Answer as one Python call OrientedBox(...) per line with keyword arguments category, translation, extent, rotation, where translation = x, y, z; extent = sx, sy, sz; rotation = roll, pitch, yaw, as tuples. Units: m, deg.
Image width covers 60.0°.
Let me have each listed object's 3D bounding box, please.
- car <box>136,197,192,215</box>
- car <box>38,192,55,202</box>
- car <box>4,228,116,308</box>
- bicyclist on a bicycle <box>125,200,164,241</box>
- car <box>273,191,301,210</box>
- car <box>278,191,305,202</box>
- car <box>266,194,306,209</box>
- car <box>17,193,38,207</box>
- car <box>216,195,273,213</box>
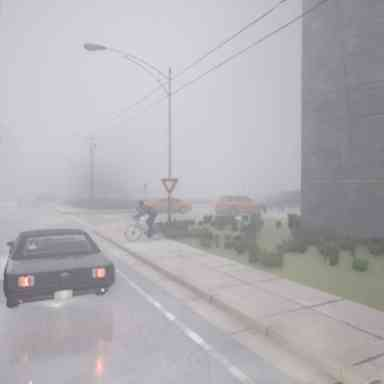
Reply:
OrientedBox(category="car", translation=(-2.461, 1.174, 29.292), extent=(5.008, 1.535, 1.882), rotation=(0, 1, -28))
OrientedBox(category="car", translation=(-24.576, 0.834, 55.066), extent=(1.882, 1.535, 5.008), rotation=(0, 1, 7))
OrientedBox(category="car", translation=(-3.294, 1.512, 7.880), extent=(1.895, 1.301, 4.718), rotation=(0, 1, -27))
OrientedBox(category="bicyclist on a bicycle", translation=(-1.902, 1.159, 13.416), extent=(1.656, 1.620, 0.582), rotation=(-1, 1, -27))
OrientedBox(category="car", translation=(10.428, 0.872, 36.215), extent=(5.566, 2.045, 2.150), rotation=(-1, 1, -28))
OrientedBox(category="car", translation=(17.812, 0.742, 59.823), extent=(1.932, 1.855, 4.605), rotation=(0, 1, -28))
OrientedBox(category="car", translation=(11.640, 1.084, 41.549), extent=(2.242, 1.667, 4.611), rotation=(0, 1, -28))
OrientedBox(category="car", translation=(-20.876, 1.055, 41.873), extent=(1.812, 1.442, 4.674), rotation=(0, 1, -28))
OrientedBox(category="car", translation=(4.288, 1.069, 28.769), extent=(4.553, 1.767, 2.097), rotation=(0, 1, -28))
